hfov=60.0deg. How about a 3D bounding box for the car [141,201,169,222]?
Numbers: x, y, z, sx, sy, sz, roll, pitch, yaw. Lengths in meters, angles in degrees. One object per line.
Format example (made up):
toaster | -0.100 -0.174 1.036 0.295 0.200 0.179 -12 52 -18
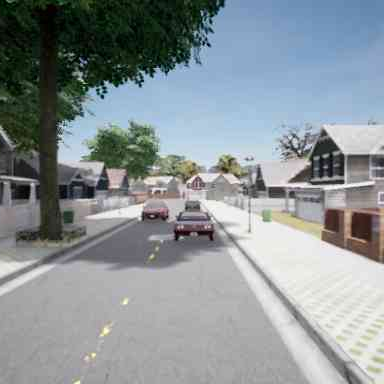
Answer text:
car | -2.857 1.465 26.428 1.882 1.535 5.008 0 0 0

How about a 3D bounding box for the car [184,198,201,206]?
car | 0.067 1.468 40.331 2.128 1.511 4.902 0 0 0

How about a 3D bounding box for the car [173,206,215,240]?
car | 0.090 1.595 17.075 1.895 1.301 4.718 0 0 0
